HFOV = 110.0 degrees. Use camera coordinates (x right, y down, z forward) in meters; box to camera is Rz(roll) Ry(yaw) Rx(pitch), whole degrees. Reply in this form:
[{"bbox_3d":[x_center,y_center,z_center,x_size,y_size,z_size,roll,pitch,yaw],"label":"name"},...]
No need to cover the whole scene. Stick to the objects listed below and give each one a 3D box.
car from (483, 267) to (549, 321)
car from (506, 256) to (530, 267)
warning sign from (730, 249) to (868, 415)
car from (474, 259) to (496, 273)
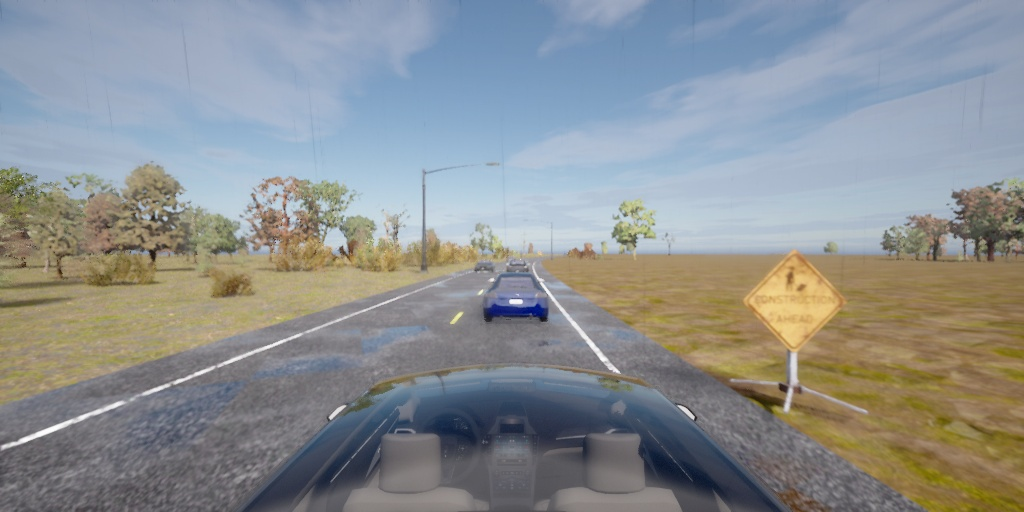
[{"bbox_3d":[0.141,1.246,12.150,1.994,1.385,4.181,0,1,1],"label":"car"},{"bbox_3d":[0.522,1.047,30.646,2.128,1.511,4.902,0,0,2],"label":"car"},{"bbox_3d":[3.547,0.847,4.555,1.300,1.860,1.060,0,0,0],"label":"warning sign"},{"bbox_3d":[-2.876,1.063,38.695,1.994,1.385,4.181,0,0,2],"label":"car"}]
